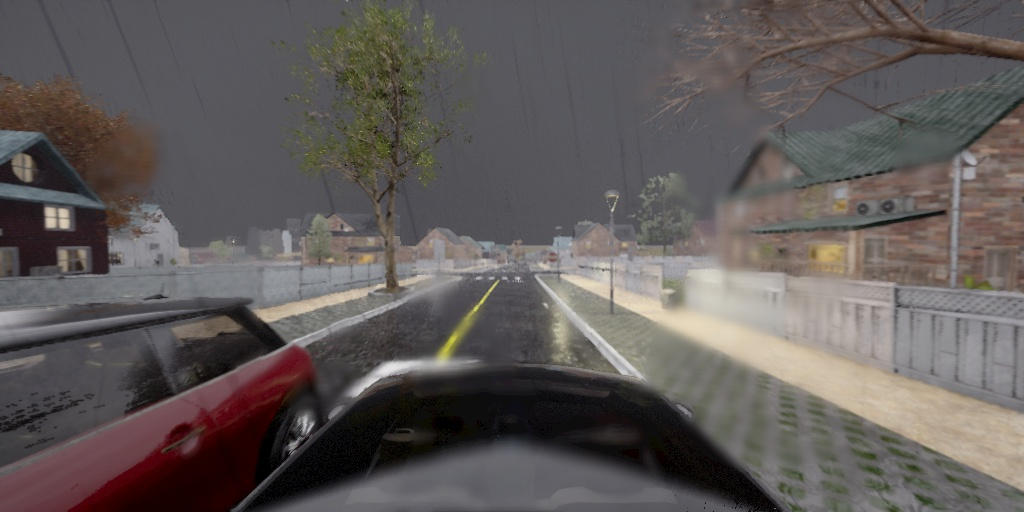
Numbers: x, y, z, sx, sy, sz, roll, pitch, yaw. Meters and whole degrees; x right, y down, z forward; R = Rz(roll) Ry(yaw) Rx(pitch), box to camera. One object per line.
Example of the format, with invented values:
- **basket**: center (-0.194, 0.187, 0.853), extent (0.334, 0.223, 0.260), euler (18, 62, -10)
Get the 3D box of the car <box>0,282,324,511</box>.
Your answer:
- **car**: center (-2.839, 1.101, 1.492), extent (2.097, 1.767, 4.553), euler (0, 0, 0)
